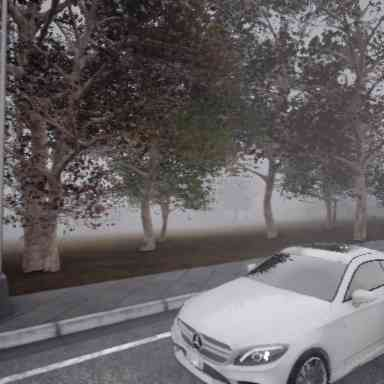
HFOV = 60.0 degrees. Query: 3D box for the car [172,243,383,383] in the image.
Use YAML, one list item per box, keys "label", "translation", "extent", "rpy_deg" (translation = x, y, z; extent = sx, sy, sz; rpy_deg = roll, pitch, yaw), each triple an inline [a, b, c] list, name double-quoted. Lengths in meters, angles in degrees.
- label: "car"
  translation: [1.929, 1.556, 4.935]
  extent: [4.674, 1.442, 1.812]
  rpy_deg: [1, 0, -35]
